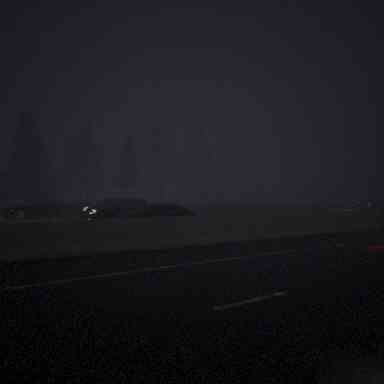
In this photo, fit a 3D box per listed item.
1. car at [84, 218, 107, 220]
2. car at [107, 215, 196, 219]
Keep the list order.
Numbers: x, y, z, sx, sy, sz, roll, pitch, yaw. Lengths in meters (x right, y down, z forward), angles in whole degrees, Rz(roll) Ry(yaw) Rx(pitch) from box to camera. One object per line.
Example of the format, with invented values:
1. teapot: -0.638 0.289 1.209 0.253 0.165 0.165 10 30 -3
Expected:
1. car: -4.826 1.211 21.727 4.553 1.767 2.097 1 0 -33
2. car: -2.089 1.409 19.347 4.892 1.490 1.837 1 0 -32
